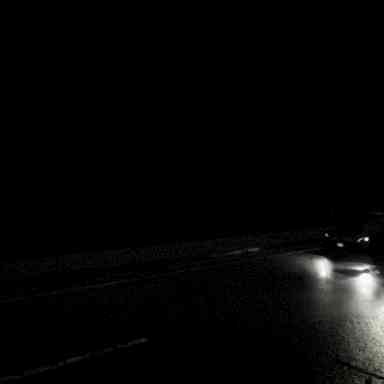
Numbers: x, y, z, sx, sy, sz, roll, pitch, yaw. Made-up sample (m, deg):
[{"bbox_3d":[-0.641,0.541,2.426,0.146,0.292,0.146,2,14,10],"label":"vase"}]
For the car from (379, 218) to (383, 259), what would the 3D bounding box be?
[{"bbox_3d":[7.229,1.472,8.888,5.008,1.535,1.882,0,0,-36],"label":"car"}]

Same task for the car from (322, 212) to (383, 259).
[{"bbox_3d":[6.919,1.519,12.669,4.674,1.442,1.812,0,0,-36],"label":"car"}]
